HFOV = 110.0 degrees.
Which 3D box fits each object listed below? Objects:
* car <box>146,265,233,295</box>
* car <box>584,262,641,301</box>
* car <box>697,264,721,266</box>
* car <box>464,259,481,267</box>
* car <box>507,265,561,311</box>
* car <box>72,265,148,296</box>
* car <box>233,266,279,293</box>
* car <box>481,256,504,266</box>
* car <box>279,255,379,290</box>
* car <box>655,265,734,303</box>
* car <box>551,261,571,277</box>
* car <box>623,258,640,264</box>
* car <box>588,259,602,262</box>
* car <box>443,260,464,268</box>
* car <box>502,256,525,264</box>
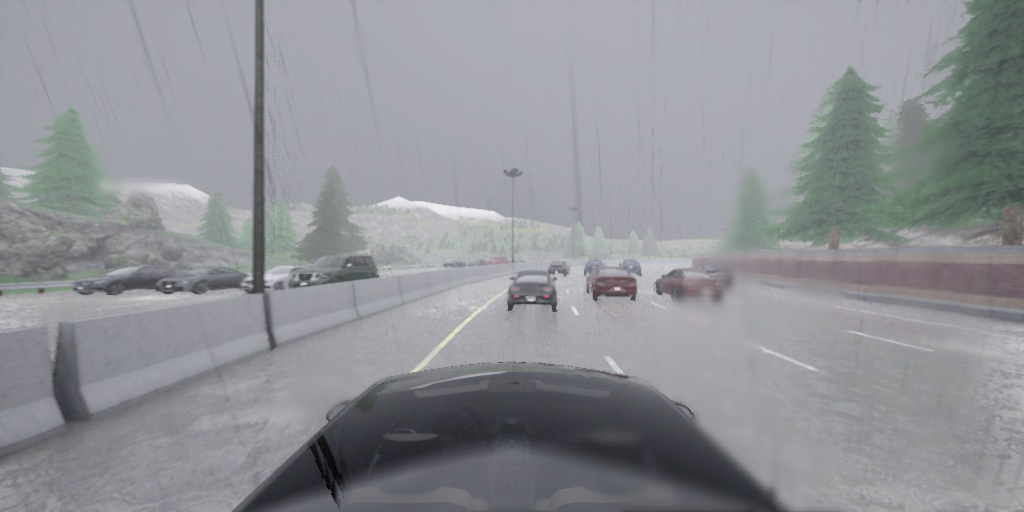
[{"bbox_3d":[-16.373,1.276,19.322,1.994,1.385,4.181,0,0,7],"label":"car"},{"bbox_3d":[4.749,1.243,17.625,1.882,1.535,5.008,0,0,7],"label":"car"},{"bbox_3d":[12.710,1.278,23.475,2.128,1.511,4.902,0,0,10],"label":"car"},{"bbox_3d":[-5.735,1.250,60.532,1.837,1.490,4.892,0,0,22],"label":"car"},{"bbox_3d":[0.863,1.280,14.483,1.812,1.442,4.674,0,0,5],"label":"car"},{"bbox_3d":[-19.925,1.228,19.080,1.812,1.442,4.674,0,0,7],"label":"car"},{"bbox_3d":[-12.740,1.247,20.267,1.812,1.442,4.674,0,0,8],"label":"car"},{"bbox_3d":[-2.471,0.970,59.383,2.150,2.045,5.566,0,0,22],"label":"car"},{"bbox_3d":[-9.346,0.951,19.414,2.150,2.045,5.566,0,0,7],"label":"car"},{"bbox_3d":[8.151,1.299,16.741,1.812,1.442,4.674,0,0,6],"label":"car"},{"bbox_3d":[4.840,1.273,36.460,1.837,1.490,4.892,0,0,14],"label":"car"},{"bbox_3d":[12.708,1.141,38.627,2.097,1.767,4.553,0,0,16],"label":"car"},{"bbox_3d":[8.723,1.131,37.409,2.097,1.767,4.553,0,0,15],"label":"car"},{"bbox_3d":[-9.621,1.337,60.292,1.895,1.301,4.718,0,0,22],"label":"car"},{"bbox_3d":[0.727,1.254,57.881,2.128,1.511,4.902,0,0,22],"label":"car"}]
